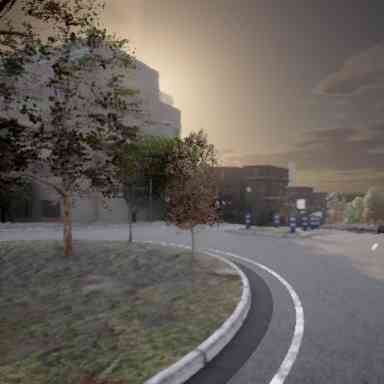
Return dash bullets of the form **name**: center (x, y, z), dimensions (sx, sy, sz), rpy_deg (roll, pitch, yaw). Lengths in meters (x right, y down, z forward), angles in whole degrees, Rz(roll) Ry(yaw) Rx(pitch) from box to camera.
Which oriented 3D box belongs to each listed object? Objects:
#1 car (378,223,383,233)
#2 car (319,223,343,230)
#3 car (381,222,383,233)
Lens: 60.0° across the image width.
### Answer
- **car**: center (27.662, 5.151, 47.421), dimensions (1.837, 1.490, 4.892), rpy_deg (-1, -7, 33)
- **car**: center (34.307, 8.789, 83.201), dimensions (4.892, 1.521, 2.231), rpy_deg (0, -6, 13)
- **car**: center (33.290, 6.067, 56.106), dimensions (2.097, 1.767, 4.553), rpy_deg (-1, -6, 33)
